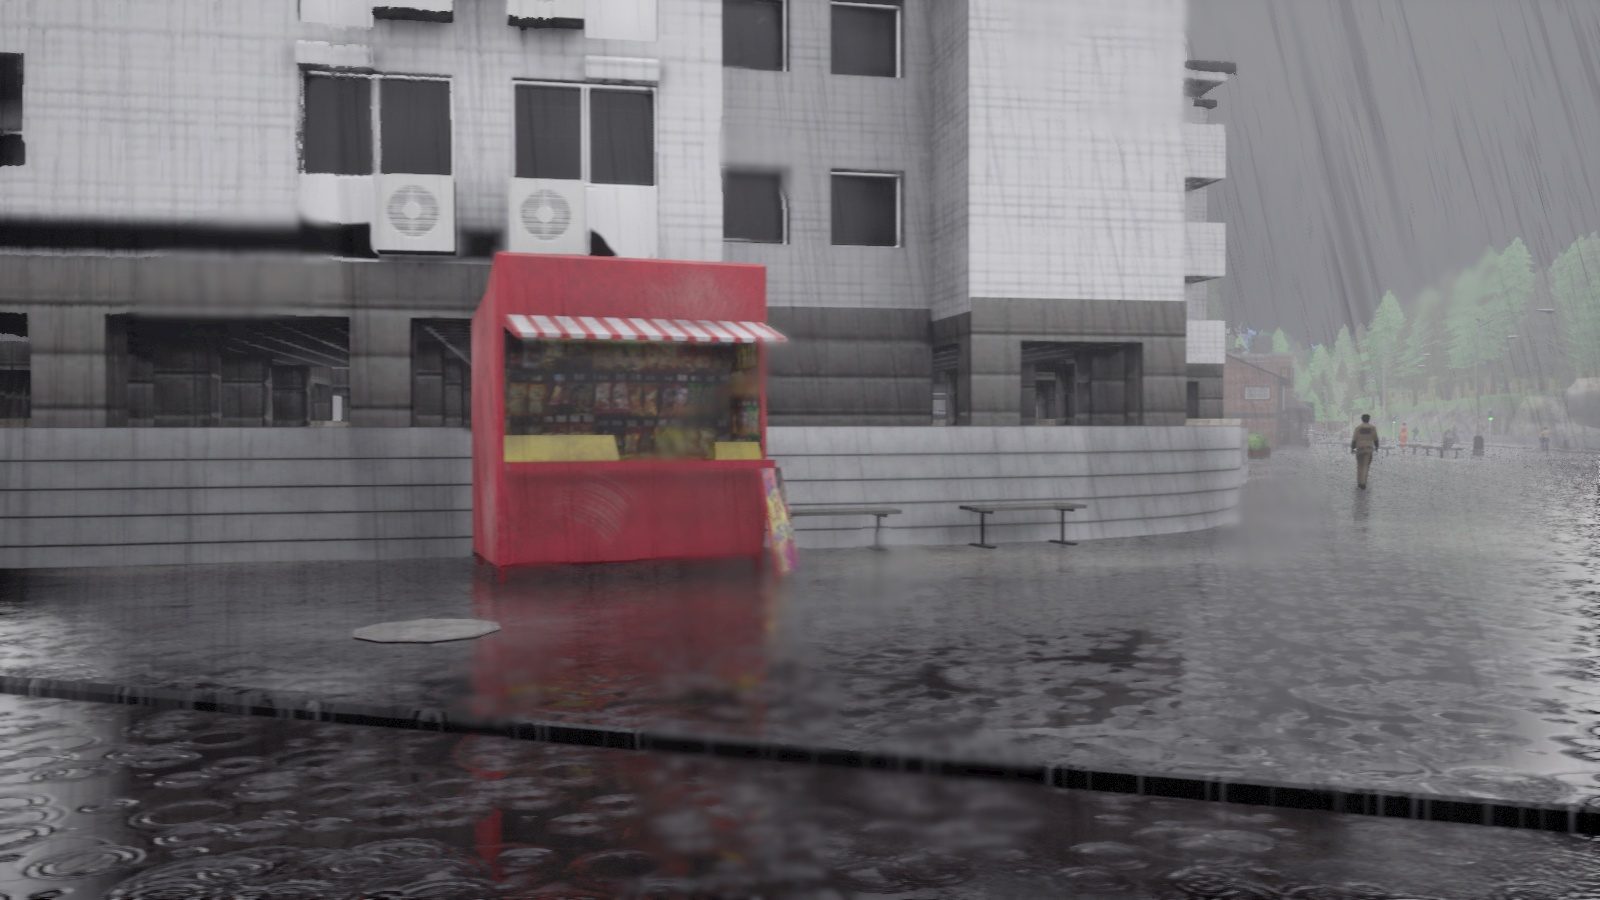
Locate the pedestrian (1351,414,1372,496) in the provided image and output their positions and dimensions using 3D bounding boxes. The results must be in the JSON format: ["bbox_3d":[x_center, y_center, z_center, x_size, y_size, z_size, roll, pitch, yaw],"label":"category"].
[{"bbox_3d":[13.434,0.109,30.060,0.396,1.930,0.692,1,1,28],"label":"pedestrian"}]
